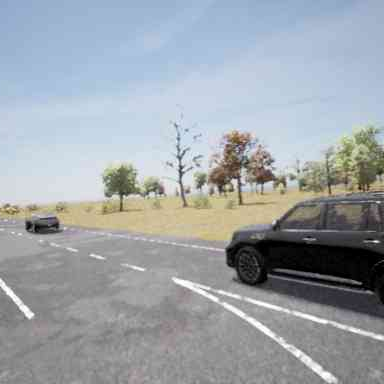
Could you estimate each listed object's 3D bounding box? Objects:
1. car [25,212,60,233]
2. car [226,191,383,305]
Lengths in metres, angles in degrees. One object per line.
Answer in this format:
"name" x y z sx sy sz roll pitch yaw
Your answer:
"car" -12.197 2.408 26.967 2.128 1.511 4.902 -4 0 -38
"car" 3.145 1.049 6.907 2.150 2.045 5.566 -4 0 -37
